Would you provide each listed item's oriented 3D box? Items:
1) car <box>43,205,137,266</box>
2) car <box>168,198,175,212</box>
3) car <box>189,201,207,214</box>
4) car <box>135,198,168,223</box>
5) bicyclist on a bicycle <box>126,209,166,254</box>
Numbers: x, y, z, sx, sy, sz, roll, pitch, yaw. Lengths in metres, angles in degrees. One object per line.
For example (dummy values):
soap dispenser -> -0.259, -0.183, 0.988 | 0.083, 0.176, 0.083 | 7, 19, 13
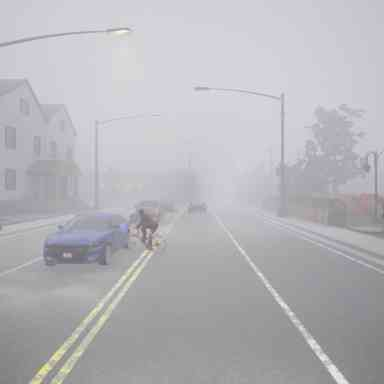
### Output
car -> -3.452, 1.478, 11.804 | 1.882, 1.535, 5.008 | 0, 1, 1
car -> -2.992, 1.478, 38.117 | 1.882, 1.535, 5.008 | 0, 0, 2
car -> 0.606, 1.601, 35.631 | 1.895, 1.301, 4.718 | 0, 0, 1
car -> -3.246, 1.352, 25.140 | 2.097, 1.767, 4.553 | 0, 0, 1
bicyclist on a bicycle -> -1.705, 1.453, 12.199 | 1.656, 1.620, 0.582 | -1, 0, 20
